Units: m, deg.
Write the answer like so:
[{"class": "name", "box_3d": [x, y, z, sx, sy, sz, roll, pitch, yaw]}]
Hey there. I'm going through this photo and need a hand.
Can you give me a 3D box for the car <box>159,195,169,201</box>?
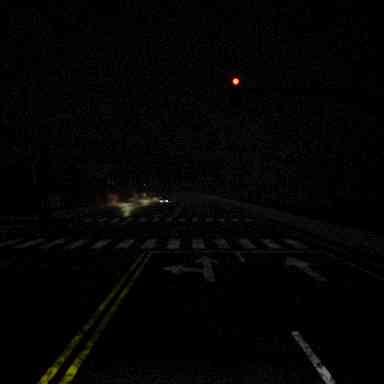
[{"class": "car", "box_3d": [-6.371, 1.274, 76.846, 1.994, 1.385, 4.181, 0, 0, 0]}]
